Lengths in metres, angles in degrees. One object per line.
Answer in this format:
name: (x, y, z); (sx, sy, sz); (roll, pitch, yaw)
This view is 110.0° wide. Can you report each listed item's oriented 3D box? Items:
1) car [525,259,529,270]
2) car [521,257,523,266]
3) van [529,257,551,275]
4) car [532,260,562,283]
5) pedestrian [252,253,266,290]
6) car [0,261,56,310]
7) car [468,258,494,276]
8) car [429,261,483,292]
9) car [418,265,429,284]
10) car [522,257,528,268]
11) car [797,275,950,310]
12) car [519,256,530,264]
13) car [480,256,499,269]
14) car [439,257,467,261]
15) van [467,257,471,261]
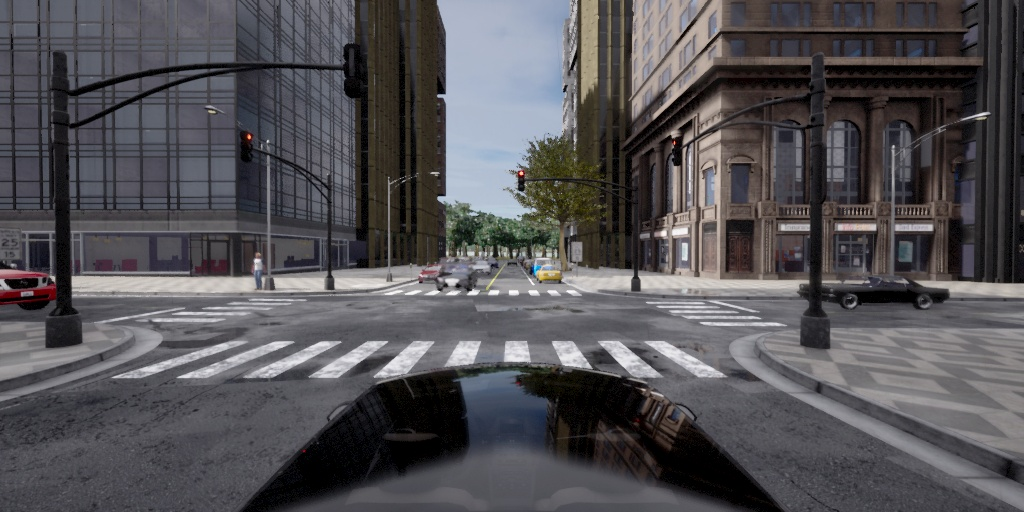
car: (2.740, 1.275, 38.328); (1.948, 1.339, 4.313); (0, 0, 0)
car: (2.729, 1.213, 55.366); (1.888, 1.381, 4.507); (0, 0, 0)
van: (2.743, 1.060, 32.649); (1.690, 1.789, 3.998); (0, 0, 0)
car: (2.747, 1.254, 27.138); (1.751, 1.417, 4.829); (0, 0, 0)
pedestrian: (-12.533, 0.741, 17.779); (0.375, 1.860, 0.375); (0, 0, 0)
car: (-18.381, 0.842, 11.526); (5.566, 2.045, 2.150); (1, 1, 0)
car: (-3.117, 1.238, 36.324); (1.812, 1.442, 4.674); (0, 0, 0)
car: (-3.110, 1.222, 21.003); (2.128, 1.511, 4.902); (0, 0, 0)
car: (-5.779, 1.311, 26.954); (1.802, 1.307, 4.207); (0, 0, 0)
car: (2.733, 1.208, 49.857); (1.751, 1.417, 4.829); (0, 0, 0)
car: (14.702, 1.444, 14.820); (4.718, 1.301, 1.895); (0, 1, 0)
car: (2.726, 1.202, 61.046); (2.007, 1.370, 4.403); (0, 0, 0)
car: (-3.099, 1.024, 53.430); (2.097, 1.767, 4.553); (0, 0, 0)
car: (-5.782, 1.034, 32.635); (2.192, 1.841, 5.009); (0, 0, 0)
van: (-5.786, 1.050, 38.315); (1.690, 1.789, 3.998); (0, 0, 0)
